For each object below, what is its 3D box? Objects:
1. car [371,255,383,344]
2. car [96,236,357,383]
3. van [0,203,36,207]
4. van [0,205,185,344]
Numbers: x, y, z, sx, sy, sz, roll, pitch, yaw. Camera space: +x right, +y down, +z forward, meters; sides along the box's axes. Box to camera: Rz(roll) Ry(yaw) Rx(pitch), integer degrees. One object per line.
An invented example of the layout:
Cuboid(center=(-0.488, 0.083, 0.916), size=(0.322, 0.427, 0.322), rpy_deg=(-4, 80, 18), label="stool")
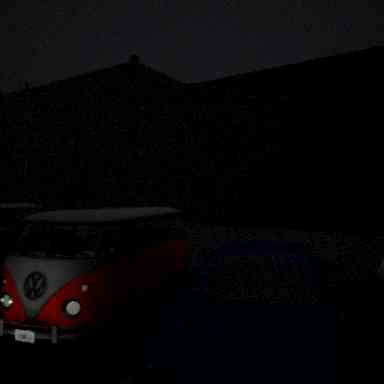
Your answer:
Cuboid(center=(3.395, 1.225, 3.025), size=(2.435, 2.045, 5.566), rpy_deg=(0, -1, 15), label="car")
Cuboid(center=(0.947, 1.496, 4.742), size=(2.097, 1.535, 5.008), rpy_deg=(0, -1, 16), label="car")
Cuboid(center=(-6.440, 1.328, 9.867), size=(1.878, 1.987, 4.442), rpy_deg=(0, -1, 15), label="van")
Cuboid(center=(-1.529, 1.288, 6.376), size=(1.878, 1.987, 4.442), rpy_deg=(0, -1, 15), label="van")
